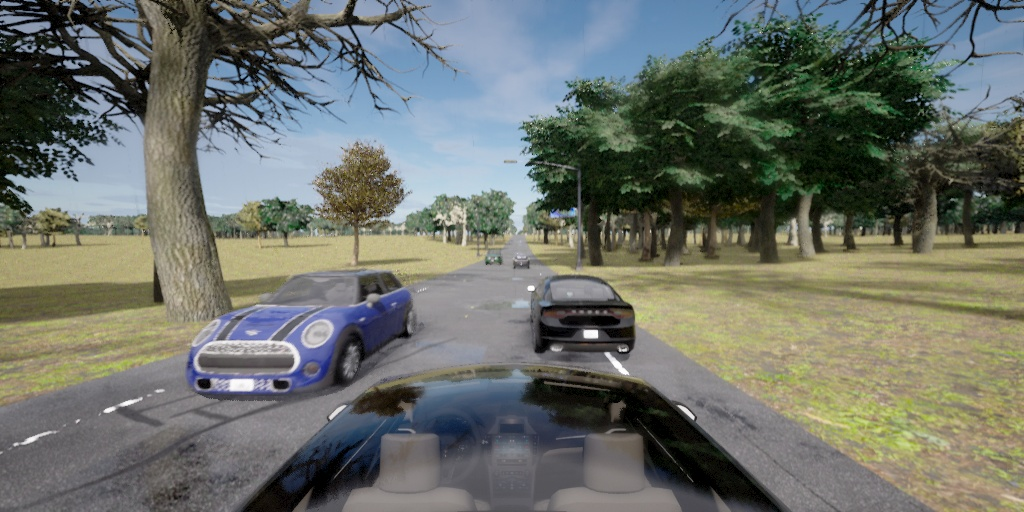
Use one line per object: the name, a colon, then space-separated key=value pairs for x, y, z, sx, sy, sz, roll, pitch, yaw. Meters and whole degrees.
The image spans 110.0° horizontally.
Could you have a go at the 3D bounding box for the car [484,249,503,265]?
car: x=-2.420 y=0.151 z=48.458 sx=2.150 sy=2.045 sz=5.566 roll=0 pitch=2 yaw=2

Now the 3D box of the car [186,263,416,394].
car: x=-3.445 y=1.060 z=6.882 sx=2.097 sy=1.767 sz=4.553 roll=0 pitch=0 yaw=1

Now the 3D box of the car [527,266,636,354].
car: x=1.423 y=1.172 z=8.656 sx=1.882 sy=1.535 sz=5.008 roll=0 pitch=1 yaw=1

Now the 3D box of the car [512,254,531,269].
car: x=1.073 y=0.617 z=41.004 sx=2.128 sy=1.511 sz=4.902 roll=0 pitch=1 yaw=2
